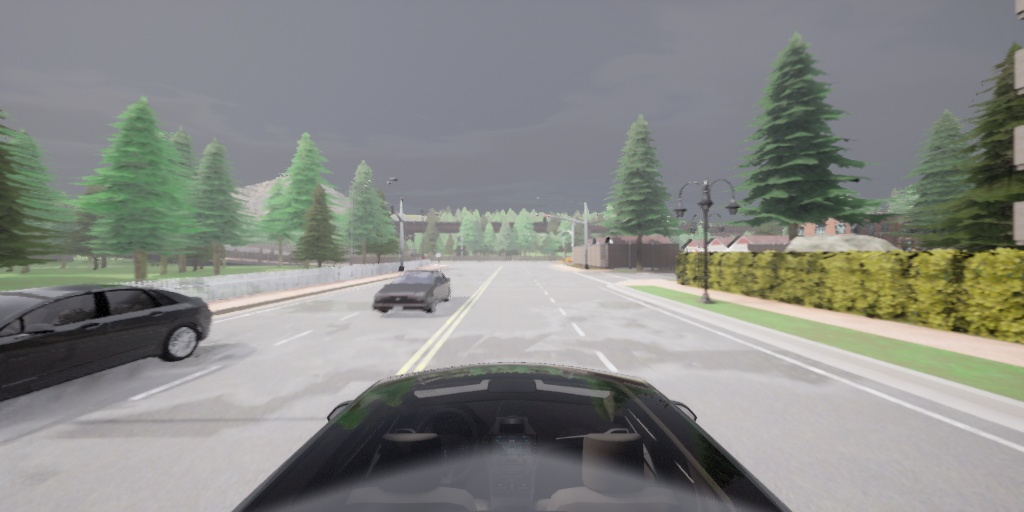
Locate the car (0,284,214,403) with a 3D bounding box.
[{"bbox_3d":[-7.078,1.236,5.346,1.837,1.490,4.892,0,0,0],"label":"car"}]

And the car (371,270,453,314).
[{"bbox_3d":[-3.517,1.234,13.768,2.033,1.411,5.357,0,0,1],"label":"car"}]
